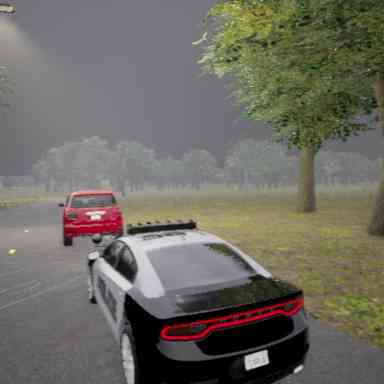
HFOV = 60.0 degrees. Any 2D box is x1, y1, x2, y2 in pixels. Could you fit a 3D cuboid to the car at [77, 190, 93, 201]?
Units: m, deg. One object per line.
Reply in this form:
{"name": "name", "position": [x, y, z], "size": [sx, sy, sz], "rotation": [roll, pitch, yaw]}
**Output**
{"name": "car", "position": [-18.137, 0.512, 56.597], "size": [2.097, 1.767, 4.553], "rotation": [-2, 1, -11]}

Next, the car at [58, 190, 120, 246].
{"name": "car", "position": [-4.441, 0.964, 14.315], "size": [2.150, 2.045, 5.566], "rotation": [-2, 2, -22]}

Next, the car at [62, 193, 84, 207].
{"name": "car", "position": [-14.191, 0.944, 39.940], "size": [2.033, 1.411, 5.357], "rotation": [-2, 1, -14]}

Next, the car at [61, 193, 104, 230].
{"name": "car", "position": [-6.597, 1.015, 19.773], "size": [2.097, 1.767, 4.553], "rotation": [-2, 2, -21]}

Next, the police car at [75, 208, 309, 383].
{"name": "police car", "position": [-0.512, 1.281, 5.346], "size": [1.930, 1.638, 5.238], "rotation": [-2, 2, -25]}

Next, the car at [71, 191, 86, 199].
{"name": "car", "position": [-23.620, 0.523, 69.399], "size": [1.882, 1.535, 5.008], "rotation": [-2, 1, -7]}
